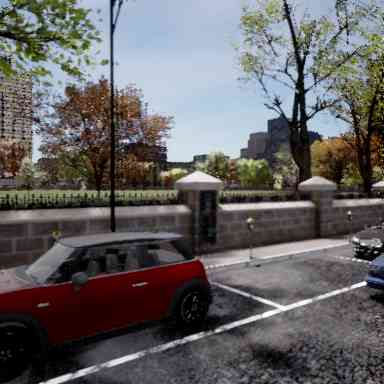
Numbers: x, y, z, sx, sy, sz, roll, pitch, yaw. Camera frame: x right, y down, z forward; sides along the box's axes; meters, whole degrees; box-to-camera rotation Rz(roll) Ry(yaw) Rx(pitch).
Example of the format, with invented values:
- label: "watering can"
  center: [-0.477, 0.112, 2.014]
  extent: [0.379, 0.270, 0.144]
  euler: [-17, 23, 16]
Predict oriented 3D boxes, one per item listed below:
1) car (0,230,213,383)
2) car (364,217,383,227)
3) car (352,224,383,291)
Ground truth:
- label: "car"
  center: [-1.704, 1.435, 5.347]
  extent: [4.097, 1.590, 1.967]
  euler: [0, 0, -35]
- label: "car"
  center: [7.466, 1.513, 11.885]
  extent: [4.403, 1.369, 2.008]
  euler: [0, 0, -35]
- label: "car"
  center: [6.244, 1.519, 7.834]
  extent: [5.357, 1.411, 2.033]
  euler: [0, 0, -35]
